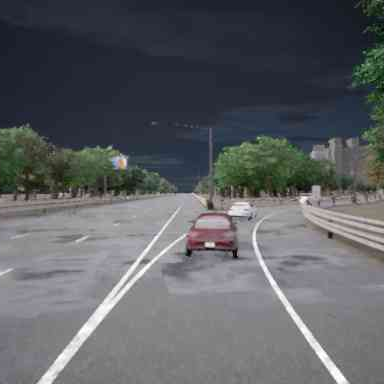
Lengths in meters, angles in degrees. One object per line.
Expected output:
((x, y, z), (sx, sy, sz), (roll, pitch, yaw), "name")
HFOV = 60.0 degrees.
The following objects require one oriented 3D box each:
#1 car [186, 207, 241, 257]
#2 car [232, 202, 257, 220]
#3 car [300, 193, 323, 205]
((0.887, 1.535, 13.030), (1.812, 1.442, 4.674), (0, 0, 8), "car")
((4.312, 1.553, 28.072), (1.812, 1.442, 4.674), (0, 0, 18), "car")
((20.464, 1.224, 56.996), (2.150, 2.045, 5.566), (0, 0, 41), "car")
